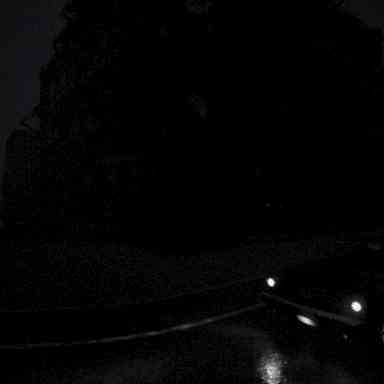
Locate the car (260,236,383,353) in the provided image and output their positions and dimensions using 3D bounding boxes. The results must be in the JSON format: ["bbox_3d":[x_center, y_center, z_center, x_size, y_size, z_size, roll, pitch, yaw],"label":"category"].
[{"bbox_3d":[3.471,1.569,6.204,4.718,1.301,1.895,0,0,-36],"label":"car"}]
